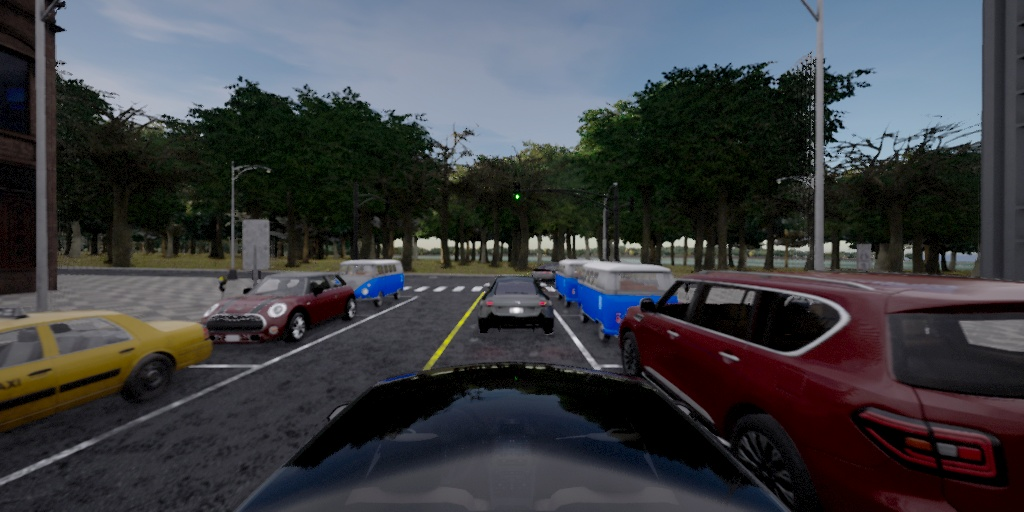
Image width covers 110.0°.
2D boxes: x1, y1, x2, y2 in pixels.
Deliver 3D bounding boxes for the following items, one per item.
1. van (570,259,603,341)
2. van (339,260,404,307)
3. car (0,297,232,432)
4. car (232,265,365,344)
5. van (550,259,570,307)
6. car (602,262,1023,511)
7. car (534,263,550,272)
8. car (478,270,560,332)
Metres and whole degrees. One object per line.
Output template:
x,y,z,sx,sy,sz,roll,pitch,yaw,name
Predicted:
2.763,1.065,9.389,1.690,1.789,3.998,0,0,0,van
-5.762,1.047,14.827,1.690,1.789,3.998,0,0,0,van
-5.763,1.268,3.782,1.751,1.417,4.829,0,0,0,car
-5.762,1.164,9.390,1.967,1.591,4.097,0,0,0,car
2.764,1.047,14.826,1.690,1.789,3.998,0,0,0,van
2.762,1.057,3.951,2.192,1.841,5.009,0,0,0,car
3.140,1.203,23.285,2.128,1.511,4.902,0,0,37,car
0.100,1.284,10.708,1.994,1.385,4.181,0,0,0,car
